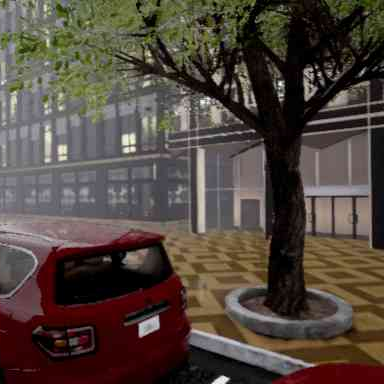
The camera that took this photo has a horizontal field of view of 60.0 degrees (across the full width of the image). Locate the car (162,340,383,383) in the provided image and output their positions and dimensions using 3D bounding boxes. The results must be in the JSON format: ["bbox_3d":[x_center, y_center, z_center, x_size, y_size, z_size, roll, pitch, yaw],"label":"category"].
[{"bbox_3d":[2.239,1.545,1.138,4.507,1.381,1.887,0,-1,36],"label":"car"}]

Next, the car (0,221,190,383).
[{"bbox_3d":[-2.340,1.316,4.451,5.009,1.841,2.192,0,-1,36],"label":"car"}]
